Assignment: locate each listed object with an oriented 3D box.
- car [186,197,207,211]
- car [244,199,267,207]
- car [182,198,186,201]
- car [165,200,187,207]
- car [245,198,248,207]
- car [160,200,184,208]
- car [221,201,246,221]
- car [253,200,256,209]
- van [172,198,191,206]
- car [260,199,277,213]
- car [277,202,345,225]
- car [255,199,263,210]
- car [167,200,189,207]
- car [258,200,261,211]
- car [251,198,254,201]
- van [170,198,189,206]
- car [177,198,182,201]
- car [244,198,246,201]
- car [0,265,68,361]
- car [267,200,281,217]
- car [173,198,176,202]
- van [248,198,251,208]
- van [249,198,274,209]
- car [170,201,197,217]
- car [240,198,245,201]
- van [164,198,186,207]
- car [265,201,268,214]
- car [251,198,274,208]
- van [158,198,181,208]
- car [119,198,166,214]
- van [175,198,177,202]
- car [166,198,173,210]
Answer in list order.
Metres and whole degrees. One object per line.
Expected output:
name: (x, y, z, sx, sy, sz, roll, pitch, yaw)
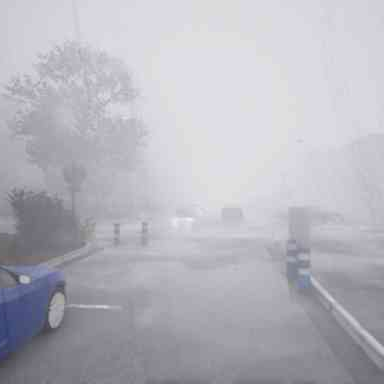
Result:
car: (0.754, 1.905, 53.303, 2.150, 2.045, 5.566, 0, -1, 6)
car: (14.498, 2.501, 76.126, 4.553, 1.767, 2.185, 1, -1, -15)
car: (-4.478, 2.309, 63.309, 5.366, 1.575, 1.946, 0, -1, -15)
car: (-3.543, 2.568, 74.984, 4.674, 1.452, 2.002, 0, -1, -15)
car: (13.066, 2.356, 61.527, 5.008, 1.535, 2.097, 1, -1, -15)
car: (-4.095, 2.457, 69.117, 4.674, 1.452, 2.002, 0, -1, -15)
car: (3.707, 1.820, 30.603, 1.882, 1.535, 5.008, 0, -1, 6)
car: (11.653, 2.146, 46.916, 4.792, 1.488, 2.163, 1, -1, -15)
van: (-2.593, 2.477, 83.812, 4.442, 1.987, 1.878, 0, -2, -15)
car: (11.025, 1.980, 38.216, 5.366, 1.575, 1.946, 1, -1, -15)
car: (9.733, 1.796, 26.487, 4.892, 1.521, 2.231, 1, -1, -15)
car: (11.414, 2.072, 44.000, 4.892, 1.521, 2.231, 1, -1, -15)
car: (-3.266, 2.625, 77.916, 4.674, 1.452, 2.002, 0, -1, -15)
car: (11.128, 2.065, 41.084, 4.674, 1.452, 2.002, 1, -1, -15)
car: (12.271, 2.085, 52.772, 4.553, 1.767, 2.185, 1, -1, -15)
van: (-3.096, 2.418, 80.813, 4.442, 1.987, 1.878, 0, -1, -15)
car: (-4.928, 2.263, 60.329, 4.892, 1.521, 2.231, 0, -1, -15)
car: (13.600, 2.334, 67.363, 4.553, 1.767, 2.185, 1, -1, -15)
car: (-3.228, 1.491, 3.877, 2.097, 1.535, 5.008, 0, 0, 4)
car: (10.299, 1.888, 32.322, 4.892, 1.521, 2.231, 1, -1, -15)
car: (-5.523, 2.195, 54.460, 4.792, 1.488, 2.163, 0, -1, -15)
van: (12.687, 2.078, 58.576, 4.442, 1.987, 1.878, 1, -1, -15)
van: (13.466, 2.185, 64.483, 4.442, 1.987, 1.878, 1, -1, -15)
car: (-0.831, 2.029, 36.970, 1.895, 1.301, 4.718, 0, -1, 6)
car: (14.215, 2.320, 73.220, 5.566, 2.045, 2.435, 1, -1, -15)
van: (-3.711, 2.246, 72.091, 4.442, 1.987, 1.878, 0, -1, -15)
car: (10.572, 1.973, 35.242, 4.674, 1.452, 2.002, 1, -1, -15)
car: (11.966, 2.165, 49.846, 4.892, 1.521, 2.231, 1, -1, -15)
van: (-4.492, 2.139, 66.163, 4.442, 1.987, 1.878, 0, -1, -15)
car: (-6.586, 1.728, 42.761, 5.566, 2.045, 2.435, 0, -1, -15)
van: (-5.326, 1.988, 57.367, 4.442, 1.987, 1.878, 0, -1, -14)
car: (-5.746, 1.992, 51.547, 4.553, 1.767, 2.185, 0, -1, -15)
